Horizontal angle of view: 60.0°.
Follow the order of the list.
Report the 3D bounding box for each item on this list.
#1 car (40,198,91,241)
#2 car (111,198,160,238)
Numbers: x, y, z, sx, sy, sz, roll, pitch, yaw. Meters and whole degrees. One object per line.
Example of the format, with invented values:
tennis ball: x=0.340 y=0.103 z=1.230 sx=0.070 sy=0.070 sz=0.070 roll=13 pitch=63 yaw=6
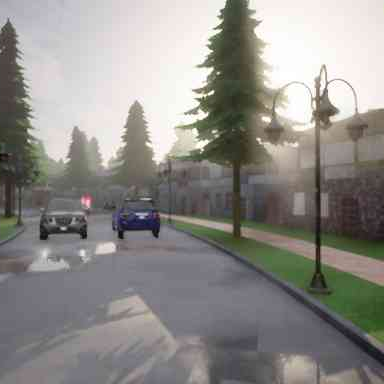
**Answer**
car: x=-6.843 y=1.362 z=18.029 sx=2.150 sy=2.045 sz=5.566 roll=0 pitch=0 yaw=-19
car: x=-3.303 y=1.366 z=18.961 sx=2.150 sy=2.045 sz=5.566 roll=0 pitch=-1 yaw=-18
